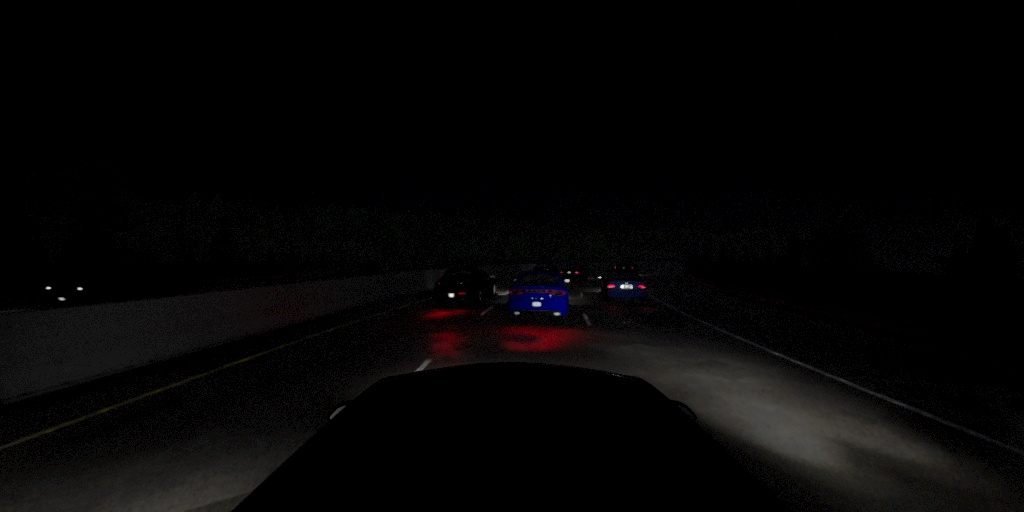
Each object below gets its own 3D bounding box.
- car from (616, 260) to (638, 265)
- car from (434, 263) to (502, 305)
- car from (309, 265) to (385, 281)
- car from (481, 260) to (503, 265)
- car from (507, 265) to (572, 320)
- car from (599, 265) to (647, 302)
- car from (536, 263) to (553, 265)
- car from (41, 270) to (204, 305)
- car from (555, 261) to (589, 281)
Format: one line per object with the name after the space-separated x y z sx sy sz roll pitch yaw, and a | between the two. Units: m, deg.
11.608 1.194 36.405 2.097 1.767 4.553 0 0 24 | car
-1.961 1.261 16.244 1.837 1.490 4.892 0 0 9 | car
-8.688 1.230 19.280 2.128 1.511 4.902 0 0 11 | car
-3.088 1.369 46.584 1.837 1.490 4.892 0 -1 27 | car
1.024 1.241 12.750 1.882 1.535 5.008 0 0 7 | car
5.296 1.330 17.428 2.033 1.411 5.357 0 0 12 | car
3.231 1.346 34.678 1.812 1.442 4.674 0 0 21 | car
-16.441 1.299 15.519 1.895 1.301 4.718 0 0 8 | car
5.331 1.358 30.511 2.033 1.411 5.357 0 0 20 | car
